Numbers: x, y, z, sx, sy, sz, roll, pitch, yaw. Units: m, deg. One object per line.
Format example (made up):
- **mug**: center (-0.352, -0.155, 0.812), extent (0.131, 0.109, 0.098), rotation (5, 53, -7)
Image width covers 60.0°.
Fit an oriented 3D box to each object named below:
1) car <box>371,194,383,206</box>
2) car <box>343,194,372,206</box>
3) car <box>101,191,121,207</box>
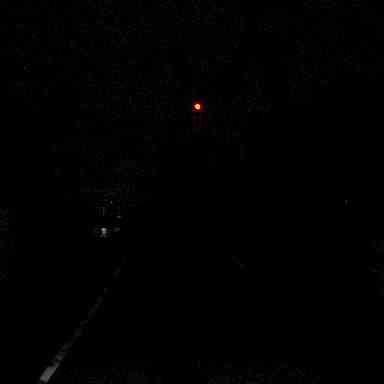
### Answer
- **car**: center (22.740, 1.205, 36.708), extent (4.718, 1.301, 1.895), rotation (2, 1, -16)
- **car**: center (20.403, 0.936, 39.678), extent (4.902, 1.511, 2.128), rotation (2, 1, -16)
- **car**: center (-8.387, 0.678, 34.384), extent (1.812, 1.442, 4.674), rotation (0, 2, -15)
